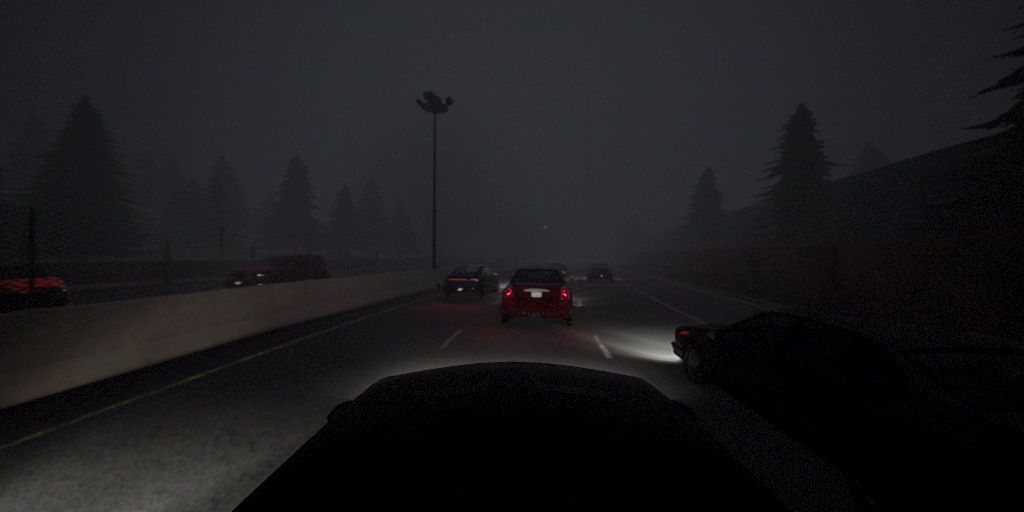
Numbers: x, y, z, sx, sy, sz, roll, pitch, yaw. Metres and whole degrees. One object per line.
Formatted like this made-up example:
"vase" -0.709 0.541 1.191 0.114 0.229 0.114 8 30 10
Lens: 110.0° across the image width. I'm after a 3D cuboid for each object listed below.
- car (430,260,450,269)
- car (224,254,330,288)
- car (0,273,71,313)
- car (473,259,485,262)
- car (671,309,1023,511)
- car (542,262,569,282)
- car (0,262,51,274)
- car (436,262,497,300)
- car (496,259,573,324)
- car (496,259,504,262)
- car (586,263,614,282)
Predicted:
"car" -10.416 1.280 52.665 1.895 1.301 4.718 0 0 10
"car" -12.453 0.905 19.556 2.150 2.045 5.566 0 0 9
"car" -10.382 1.191 5.288 2.128 1.511 4.902 0 0 3
"car" -5.554 1.270 60.302 1.994 1.385 4.181 0 0 10
"car" 3.679 1.314 3.970 2.033 1.411 5.357 0 0 2
"car" 3.777 1.303 30.603 2.033 1.411 5.357 0 0 10
"car" -17.014 1.018 10.856 2.097 1.767 4.553 0 0 5
"car" -1.856 1.226 17.702 2.128 1.511 4.902 0 0 9
"car" 0.923 1.098 12.177 2.097 1.767 4.553 1 0 6
"car" -1.755 1.280 61.499 1.994 1.385 4.181 0 0 9
"car" 7.045 1.297 28.974 1.812 1.442 4.674 0 0 9
